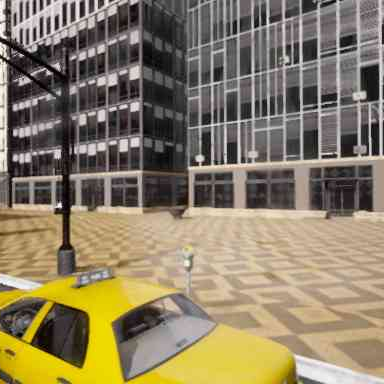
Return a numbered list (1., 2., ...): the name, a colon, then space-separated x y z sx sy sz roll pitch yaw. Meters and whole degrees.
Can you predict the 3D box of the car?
1. car: -1.286 1.558 3.790 4.829 1.417 1.752 -1 0 36
